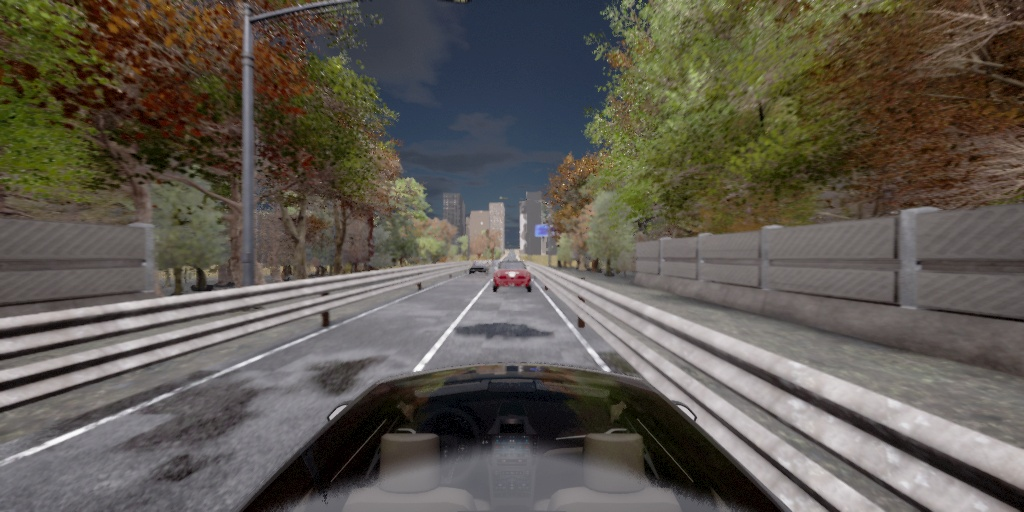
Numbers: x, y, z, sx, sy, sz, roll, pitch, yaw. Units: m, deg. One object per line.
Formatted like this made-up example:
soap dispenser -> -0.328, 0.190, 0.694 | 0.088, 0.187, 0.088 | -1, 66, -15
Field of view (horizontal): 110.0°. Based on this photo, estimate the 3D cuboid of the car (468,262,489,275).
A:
car -> -3.327, 1.271, 36.760 | 1.895, 1.301, 4.718 | 0, 0, 0

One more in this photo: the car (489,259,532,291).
car -> 0.019, 0.998, 20.738 | 2.097, 1.767, 4.553 | 0, 0, 0
